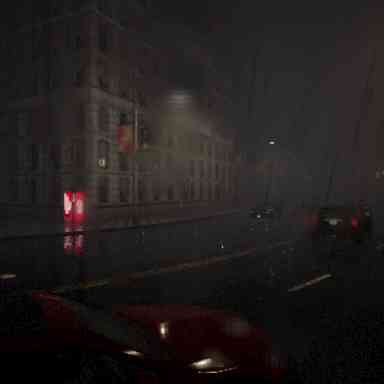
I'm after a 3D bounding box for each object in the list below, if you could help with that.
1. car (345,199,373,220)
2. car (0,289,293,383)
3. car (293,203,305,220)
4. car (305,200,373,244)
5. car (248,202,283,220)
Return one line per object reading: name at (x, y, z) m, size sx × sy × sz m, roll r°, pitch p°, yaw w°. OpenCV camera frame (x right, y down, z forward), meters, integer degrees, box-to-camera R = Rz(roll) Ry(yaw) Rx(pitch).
car at (14.840, 1.479, 29.500) m, size 2.128 × 1.511 × 4.902 m, roll 0°, pitch 0°, yaw 28°
car at (-1.249, 1.523, 2.421) m, size 4.674 × 1.442 × 1.812 m, roll 0°, pitch 0°, yaw -37°
car at (9.452, 1.551, 26.765) m, size 1.994 × 1.385 × 4.181 m, roll 0°, pitch 0°, yaw 28°
car at (7.299, 1.343, 16.020) m, size 2.097 × 1.767 × 4.553 m, roll 0°, pitch 0°, yaw 35°
car at (6.510, 1.529, 28.671) m, size 2.033 × 1.411 × 5.357 m, roll 0°, pitch 0°, yaw 28°
